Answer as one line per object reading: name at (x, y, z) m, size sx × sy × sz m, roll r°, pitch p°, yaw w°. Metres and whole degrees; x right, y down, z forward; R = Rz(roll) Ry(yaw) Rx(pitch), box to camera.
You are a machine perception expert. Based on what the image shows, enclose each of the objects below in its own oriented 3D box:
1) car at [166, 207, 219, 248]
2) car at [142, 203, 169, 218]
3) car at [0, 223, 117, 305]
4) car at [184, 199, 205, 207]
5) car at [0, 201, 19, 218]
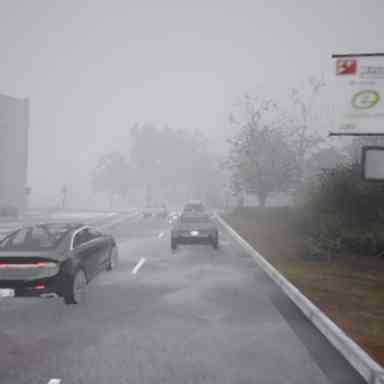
car at (0.105, 1.556, 14.777) m, size 1.994 × 1.385 × 4.181 m, roll 0°, pitch 0°, yaw 0°
car at (-3.091, 1.586, 29.450) m, size 1.895 × 1.301 × 4.718 m, roll 0°, pitch 0°, yaw 1°
car at (-3.147, 1.488, 8.049) m, size 2.128 × 1.511 × 4.902 m, roll 0°, pitch 0°, yaw 0°
car at (0.263, 1.457, 32.394) m, size 1.882 × 1.535 × 5.008 m, roll 0°, pitch 0°, yaw 2°
car at (-15.588, 1.490, 26.434) m, size 2.002 × 1.452 × 4.674 m, roll -2°, pitch 0°, yaw 0°
